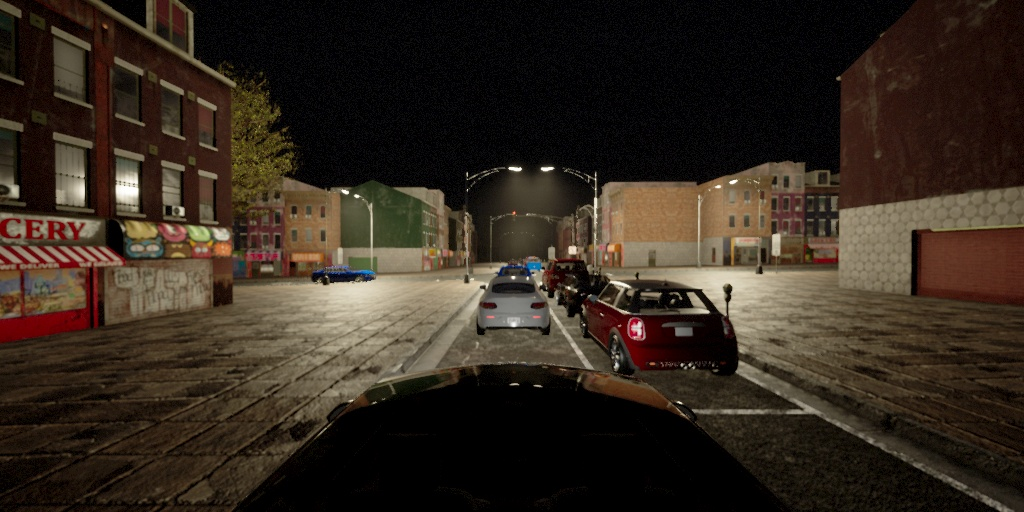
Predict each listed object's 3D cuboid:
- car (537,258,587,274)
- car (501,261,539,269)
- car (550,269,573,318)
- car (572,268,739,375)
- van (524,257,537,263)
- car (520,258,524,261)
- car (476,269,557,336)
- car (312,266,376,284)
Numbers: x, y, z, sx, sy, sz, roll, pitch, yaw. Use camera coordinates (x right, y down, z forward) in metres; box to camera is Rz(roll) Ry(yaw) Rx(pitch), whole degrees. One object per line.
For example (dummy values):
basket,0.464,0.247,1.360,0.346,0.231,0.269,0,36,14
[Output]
car,2.658,1.047,18.229,2.192,1.841,5.009,0,0,0
car,0.137,1.211,17.946,1.882,1.535,5.008,0,0,1
car,2.651,1.303,12.827,1.948,1.339,4.313,0,0,0
car,2.644,1.182,7.425,1.967,1.591,4.097,0,0,0
van,2.693,1.066,44.590,1.690,1.789,3.998,0,0,0
car,2.700,1.041,49.996,2.192,1.841,5.009,0,0,0
car,0.026,1.265,10.269,1.812,1.442,4.674,0,0,0
car,-14.007,1.564,29.980,5.008,1.535,1.882,-2,1,0
